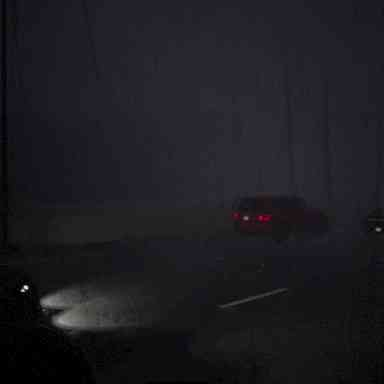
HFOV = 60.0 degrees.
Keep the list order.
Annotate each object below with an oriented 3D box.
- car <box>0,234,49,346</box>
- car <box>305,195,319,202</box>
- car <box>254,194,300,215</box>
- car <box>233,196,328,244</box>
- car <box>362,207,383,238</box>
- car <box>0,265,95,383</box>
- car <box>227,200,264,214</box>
[{"bbox_3d":[-4.556,1.575,4.903,4.181,1.385,1.994,0,0,-35],"label":"car"},{"bbox_3d":[27.010,1.435,74.821,2.128,1.511,4.902,0,0,31],"label":"car"},{"bbox_3d":[9.051,1.239,34.938,2.150,2.045,5.566,0,0,45],"label":"car"},{"bbox_3d":[4.428,1.228,16.229,5.566,2.045,2.150,0,0,-40],"label":"car"},{"bbox_3d":[10.301,1.490,16.693,4.902,1.511,2.128,0,0,-41],"label":"car"},{"bbox_3d":[-2.993,1.498,1.719,4.902,1.511,2.128,0,0,-35],"label":"car"},{"bbox_3d":[5.973,1.584,36.834,4.181,1.385,1.994,0,0,-45],"label":"car"}]
